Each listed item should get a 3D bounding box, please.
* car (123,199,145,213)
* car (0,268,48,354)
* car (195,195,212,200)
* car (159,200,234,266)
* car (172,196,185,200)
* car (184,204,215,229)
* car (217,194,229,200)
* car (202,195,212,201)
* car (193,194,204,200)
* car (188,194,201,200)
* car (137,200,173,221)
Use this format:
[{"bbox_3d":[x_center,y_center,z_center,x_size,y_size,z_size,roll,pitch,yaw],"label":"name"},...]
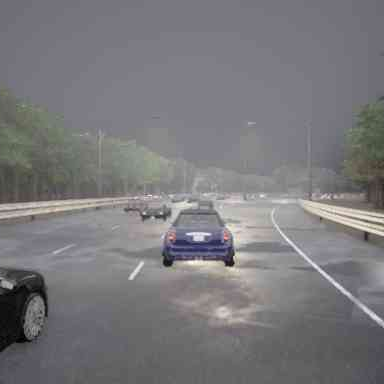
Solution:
[{"bbox_3d":[-5.805,1.466,35.571,2.033,1.411,5.357,1,0,5],"label":"car"},{"bbox_3d":[-3.246,1.479,3.494,2.128,1.511,4.902,0,0,0],"label":"car"},{"bbox_3d":[1.801,1.446,41.812,1.837,1.490,4.892,0,0,5],"label":"car"},{"bbox_3d":[0.232,1.350,11.681,2.097,1.767,4.553,0,0,1],"label":"car"},{"bbox_3d":[-2.594,1.418,65.019,1.994,1.385,4.181,0,0,8],"label":"car"},{"bbox_3d":[0.544,1.588,22.519,1.895,1.301,4.718,0,0,2],"label":"car"},{"bbox_3d":[7.401,1.344,83.593,2.128,1.511,4.902,0,0,11],"label":"car"},{"bbox_3d":[3.685,1.407,82.719,1.895,1.301,4.718,0,0,10],"label":"car"},{"bbox_3d":[1.884,1.312,91.979,2.033,1.411,5.357,0,0,12],"label":"car"},{"bbox_3d":[0.535,1.226,61.551,2.097,1.767,4.553,0,0,7],"label":"car"},{"bbox_3d":[-2.702,1.566,26.242,1.895,1.301,4.718,0,0,3],"label":"car"}]
